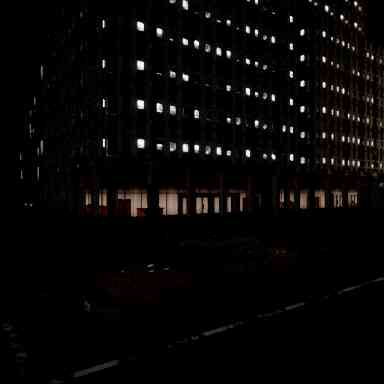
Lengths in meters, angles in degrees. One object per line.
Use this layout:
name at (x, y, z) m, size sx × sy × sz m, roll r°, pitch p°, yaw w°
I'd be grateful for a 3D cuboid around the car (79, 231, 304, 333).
car at (0.275, 1.525, 6.757) m, size 4.829 × 1.417 × 1.752 m, roll 0°, pitch 0°, yaw -36°
